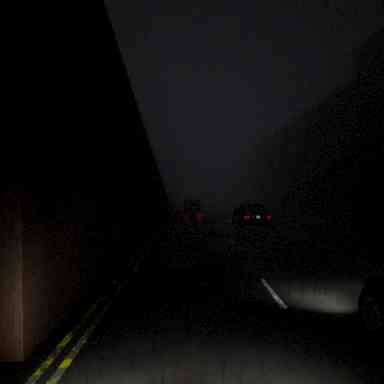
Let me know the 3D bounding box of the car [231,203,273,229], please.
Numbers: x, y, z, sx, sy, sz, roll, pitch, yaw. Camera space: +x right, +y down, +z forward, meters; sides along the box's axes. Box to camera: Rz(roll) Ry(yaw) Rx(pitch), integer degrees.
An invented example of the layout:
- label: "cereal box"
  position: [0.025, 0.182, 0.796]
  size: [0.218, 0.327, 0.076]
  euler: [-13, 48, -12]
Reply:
- label: "car"
  position: [3.606, 1.409, 20.630]
  size: [2.033, 1.411, 5.357]
  euler: [0, 0, 0]

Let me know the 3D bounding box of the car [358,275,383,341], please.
- label: "car"
  position: [3.601, 1.502, 3.451]
  size: [1.812, 1.442, 4.674]
  euler: [0, 0, 0]

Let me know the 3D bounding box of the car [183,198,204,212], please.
- label: "car"
  position: [0.113, 1.296, 34.493]
  size: [1.812, 1.442, 4.674]
  euler: [0, 0, 0]
